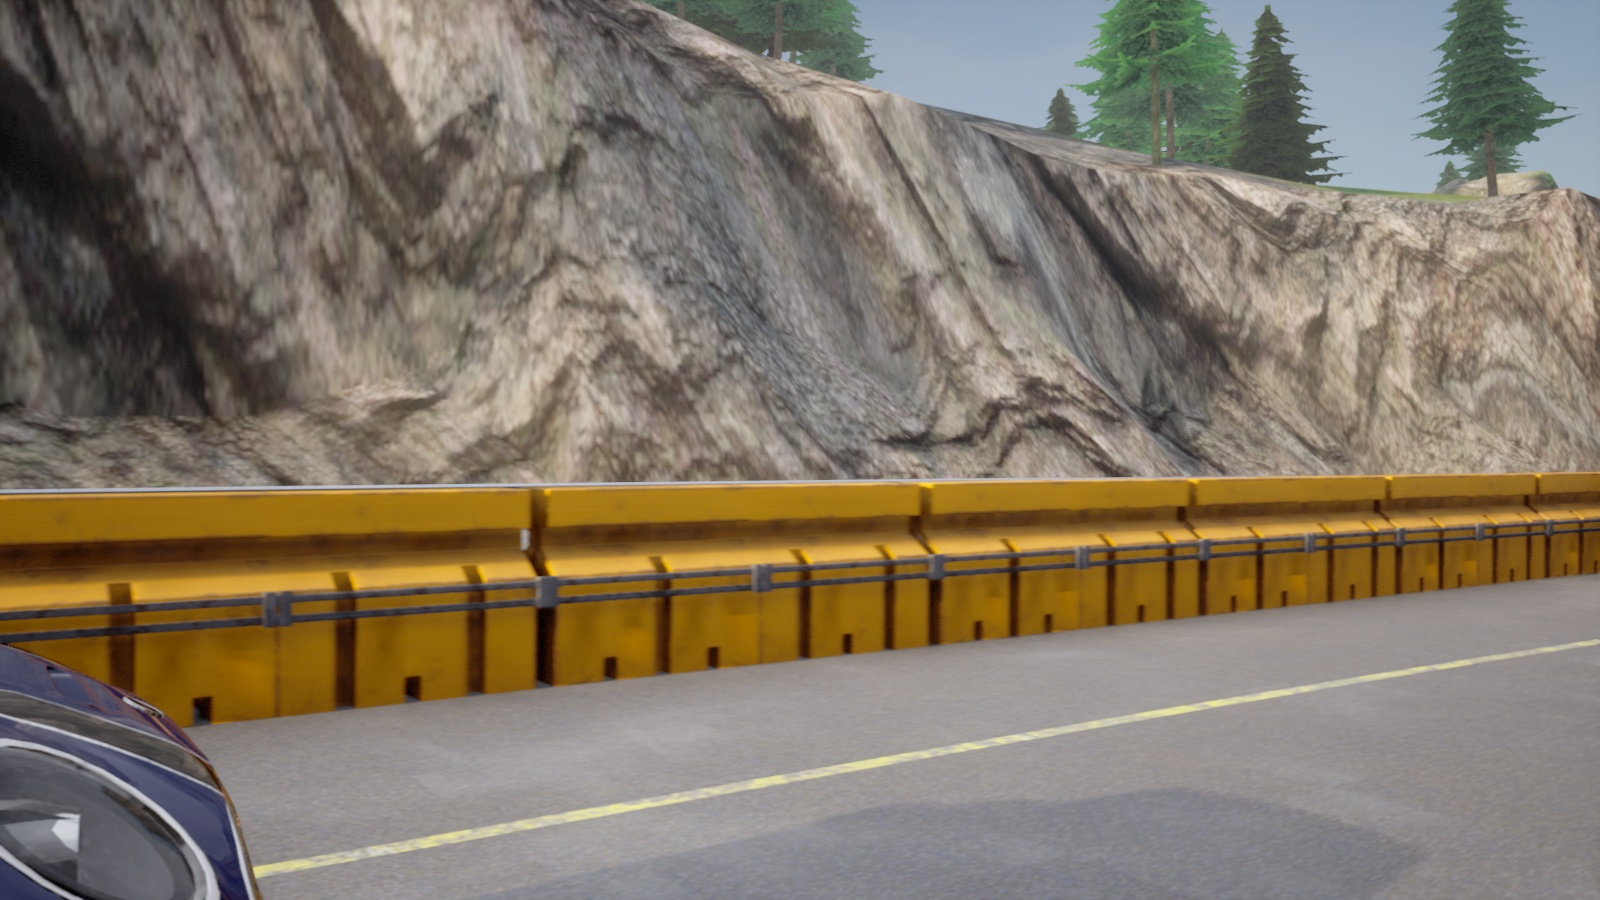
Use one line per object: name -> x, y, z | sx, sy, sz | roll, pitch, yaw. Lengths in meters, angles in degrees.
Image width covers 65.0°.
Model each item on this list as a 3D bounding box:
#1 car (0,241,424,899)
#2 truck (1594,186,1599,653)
car -> -3.057, 0.614, 1.533 | 4.553, 1.767, 2.097 | 0, 0, -35
truck -> 10.061, -0.233, 10.194 | 7.936, 3.462, 2.891 | 0, 0, -32
